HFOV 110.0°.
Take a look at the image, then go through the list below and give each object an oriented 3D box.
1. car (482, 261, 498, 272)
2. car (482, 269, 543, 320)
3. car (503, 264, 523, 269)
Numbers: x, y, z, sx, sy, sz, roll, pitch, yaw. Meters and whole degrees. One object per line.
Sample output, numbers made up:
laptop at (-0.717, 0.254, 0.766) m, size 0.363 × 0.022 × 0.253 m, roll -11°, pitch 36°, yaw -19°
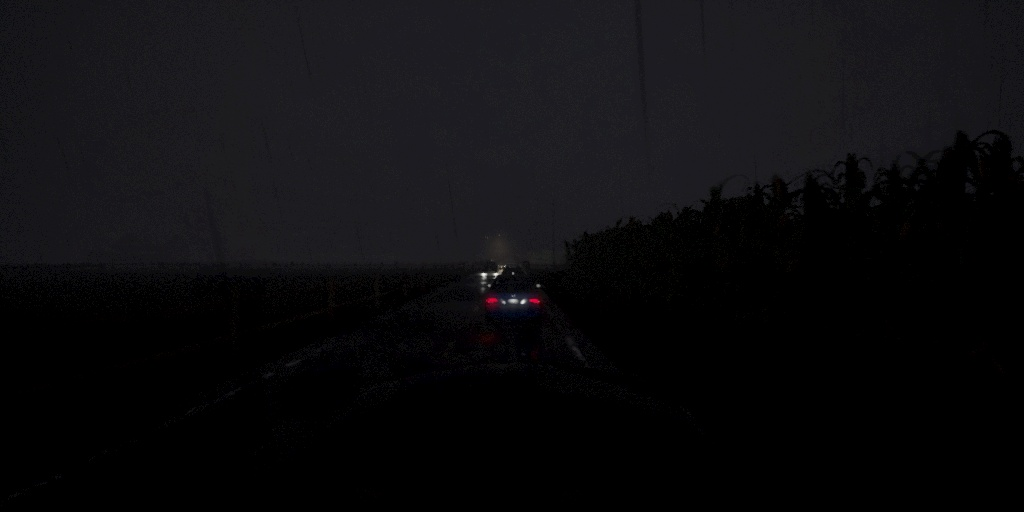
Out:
car at (-2.845, 1.440, 47.289) m, size 1.837 × 1.490 × 4.892 m, roll 0°, pitch -1°, yaw 0°
car at (0.066, 1.346, 12.747) m, size 2.033 × 1.411 × 5.357 m, roll 0°, pitch 0°, yaw 0°
car at (0.083, 1.444, 33.104) m, size 1.994 × 1.385 × 4.181 m, roll 0°, pitch 0°, yaw 0°
